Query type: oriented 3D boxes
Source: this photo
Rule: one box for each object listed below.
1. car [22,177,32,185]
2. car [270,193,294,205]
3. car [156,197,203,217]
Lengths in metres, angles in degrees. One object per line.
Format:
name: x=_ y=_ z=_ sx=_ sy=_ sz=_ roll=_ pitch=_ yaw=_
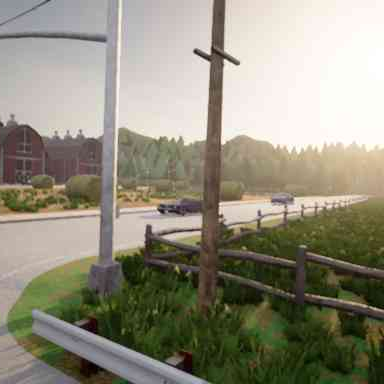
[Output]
car: x=-39.247 y=-2.470 z=79.607 sx=1.905 sy=1.878 sz=3.866 roll=8 pitch=2 yaw=-13
car: x=11.871 y=0.874 z=43.505 sx=1.882 sy=1.535 sz=5.008 roll=3 pitch=2 yaw=34
car: x=-0.543 y=1.033 z=24.754 sx=1.895 sy=1.301 sz=4.718 roll=3 pitch=2 yaw=33
